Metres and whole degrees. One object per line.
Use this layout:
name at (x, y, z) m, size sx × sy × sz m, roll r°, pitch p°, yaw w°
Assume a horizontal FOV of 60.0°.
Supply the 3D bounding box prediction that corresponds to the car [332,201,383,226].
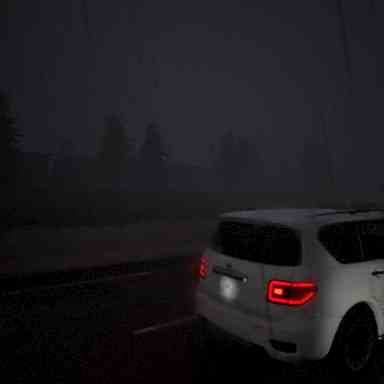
car at (13.465, 1.642, 26.588) m, size 4.553 × 1.767 × 2.097 m, roll 1°, pitch 0°, yaw -36°

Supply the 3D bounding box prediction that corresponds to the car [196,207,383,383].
car at (2.689, 1.284, 5.718) m, size 5.566 × 2.045 × 2.150 m, roll 0°, pitch 0°, yaw -34°

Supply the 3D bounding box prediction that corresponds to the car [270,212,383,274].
car at (5.205, 1.599, 11.803) m, size 5.008 × 1.535 × 1.882 m, roll 0°, pitch 0°, yaw -35°
